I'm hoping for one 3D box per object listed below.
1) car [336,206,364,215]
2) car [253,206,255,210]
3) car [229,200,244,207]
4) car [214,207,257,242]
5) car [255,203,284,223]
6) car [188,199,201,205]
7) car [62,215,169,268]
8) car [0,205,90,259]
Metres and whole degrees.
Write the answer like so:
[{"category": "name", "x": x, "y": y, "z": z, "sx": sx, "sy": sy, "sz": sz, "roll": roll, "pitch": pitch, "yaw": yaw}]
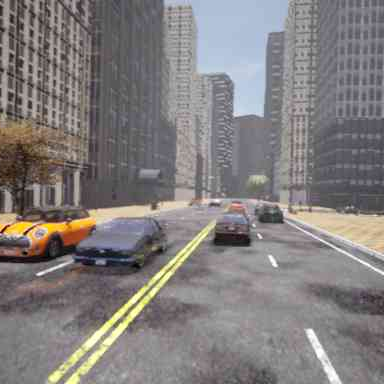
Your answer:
[{"category": "car", "x": 26.910, "y": 3.135, "z": 56.772, "sx": 4.403, "sy": 1.369, "sz": 2.008, "roll": 2, "pitch": 0, "yaw": 7}, {"category": "car", "x": 8.719, "y": 2.130, "z": 41.561, "sx": 2.128, "sy": 1.511, "sz": 4.902, "roll": 2, "pitch": 0, "yaw": 8}, {"category": "car", "x": 6.183, "y": 1.957, "z": 46.215, "sx": 2.097, "sy": 1.767, "sz": 4.553, "roll": 2, "pitch": -1, "yaw": 8}, {"category": "car", "x": 2.199, "y": 1.778, "z": 17.980, "sx": 2.033, "sy": 1.411, "sz": 5.357, "roll": 2, "pitch": -1, "yaw": 8}, {"category": "car", "x": 7.345, "y": 1.855, "z": 31.404, "sx": 2.097, "sy": 1.767, "sz": 4.553, "roll": 2, "pitch": -1, "yaw": 8}, {"category": "car", "x": 0.479, "y": 1.680, "z": 52.986, "sx": 1.812, "sy": 1.442, "sz": 4.674, "roll": 2, "pitch": -1, "yaw": 8}, {"category": "car", "x": -2.154, "y": 1.594, "z": 11.806, "sx": 2.033, "sy": 1.411, "sz": 5.357, "roll": 2, "pitch": -1, "yaw": 8}, {"category": "car", "x": -5.327, "y": 1.312, "z": 12.521, "sx": 2.097, "sy": 1.767, "sz": 4.553, "roll": 2, "pitch": -1, "yaw": 8}]
